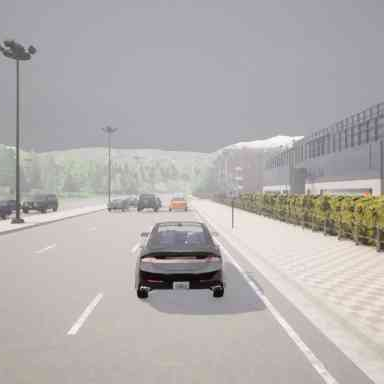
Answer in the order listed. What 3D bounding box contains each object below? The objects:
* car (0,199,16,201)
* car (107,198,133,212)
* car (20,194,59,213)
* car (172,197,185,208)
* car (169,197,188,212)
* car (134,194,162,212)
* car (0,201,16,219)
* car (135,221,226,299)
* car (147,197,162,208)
[{"bbox_3d":[-20.033,1.505,35.439,1.837,1.490,4.892,0,0,-2],"label":"car"},{"bbox_3d":[-8.603,1.547,39.147,2.033,1.411,5.357,0,0,-2],"label":"car"},{"bbox_3d":[-16.570,1.221,36.632,2.150,2.045,5.566,0,0,-3],"label":"car"},{"bbox_3d":[-2.002,1.505,49.736,1.837,1.490,4.892,0,0,-2],"label":"car"},{"bbox_3d":[-1.618,1.352,39.687,2.097,1.767,4.553,0,0,-2],"label":"car"},{"bbox_3d":[-5.091,1.221,38.895,2.150,2.045,5.566,0,0,-2],"label":"car"},{"bbox_3d":[-16.184,1.601,26.146,1.895,1.301,4.718,0,0,-2],"label":"car"},{"bbox_3d":[-0.307,1.492,8.496,2.128,1.511,4.902,0,0,-3],"label":"car"},{"bbox_3d":[-5.498,1.478,49.575,1.882,1.535,5.008,0,0,-2],"label":"car"}]
